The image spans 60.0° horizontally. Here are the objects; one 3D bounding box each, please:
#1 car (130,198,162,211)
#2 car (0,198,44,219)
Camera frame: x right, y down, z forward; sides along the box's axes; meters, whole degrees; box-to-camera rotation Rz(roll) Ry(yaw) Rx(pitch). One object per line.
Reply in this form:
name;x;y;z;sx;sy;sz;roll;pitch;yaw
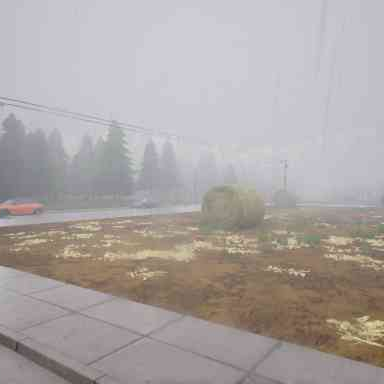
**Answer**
car;-5.829;1.552;42.487;1.812;1.442;4.674;0;0;37
car;-15.589;1.379;29.348;2.097;1.767;4.553;0;0;37
